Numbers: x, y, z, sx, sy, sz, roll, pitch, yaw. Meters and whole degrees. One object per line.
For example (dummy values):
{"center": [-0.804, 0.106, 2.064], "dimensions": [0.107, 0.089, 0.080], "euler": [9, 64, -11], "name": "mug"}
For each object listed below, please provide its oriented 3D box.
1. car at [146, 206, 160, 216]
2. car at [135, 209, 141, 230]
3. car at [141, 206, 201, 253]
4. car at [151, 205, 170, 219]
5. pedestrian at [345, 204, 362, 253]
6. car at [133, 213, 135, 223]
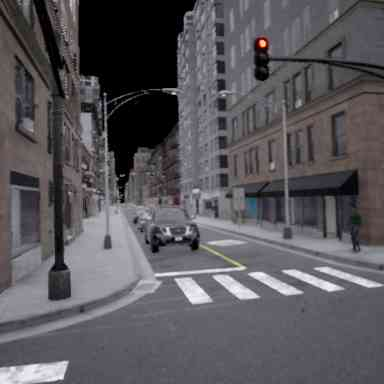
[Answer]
{"center": [-6.702, 3.262, 56.740], "dimensions": [1.837, 1.490, 4.892], "euler": [-1, -2, -12], "name": "car"}
{"center": [-3.347, 2.392, 26.963], "dimensions": [1.812, 1.442, 4.674], "euler": [-1, -2, -13], "name": "car"}
{"center": [-1.162, 1.753, 16.971], "dimensions": [2.150, 2.045, 5.566], "euler": [-1, -2, -12], "name": "car"}
{"center": [-4.540, 2.795, 47.140], "dimensions": [2.097, 1.767, 4.553], "euler": [-1, -2, -12], "name": "car"}
{"center": [6.149, 1.347, 12.554], "dimensions": [0.375, 1.860, 0.375], "euler": [-2, -1, -12], "name": "pedestrian"}
{"center": [-5.530, 2.676, 36.983], "dimensions": [1.882, 1.535, 5.008], "euler": [-1, -2, -12], "name": "car"}
